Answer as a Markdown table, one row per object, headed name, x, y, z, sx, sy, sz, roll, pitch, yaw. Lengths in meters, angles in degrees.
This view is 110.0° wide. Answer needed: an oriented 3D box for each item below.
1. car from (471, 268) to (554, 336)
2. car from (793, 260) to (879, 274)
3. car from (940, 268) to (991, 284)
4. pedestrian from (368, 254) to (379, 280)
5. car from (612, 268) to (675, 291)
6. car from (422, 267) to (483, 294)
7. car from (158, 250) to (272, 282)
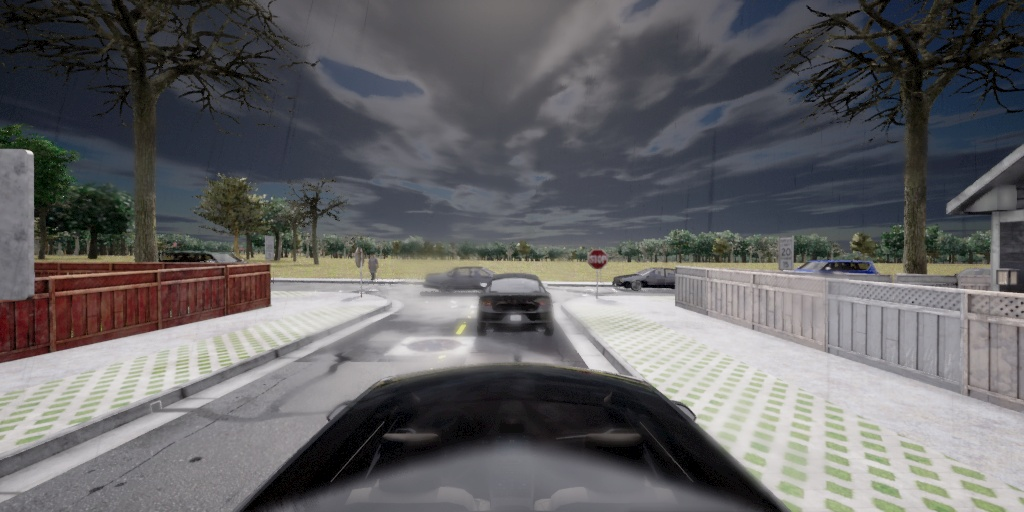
| name | x | y | z | sx | sy | sz | roll | pitch | yaw |
| --- | --- | --- | --- | --- | --- | --- | --- | --- | --- |
| car | 0.080 | 1.226 | 10.463 | 1.882 | 1.535 | 5.008 | 0 | 0 | 0 |
| car | 19.703 | 1.259 | 22.513 | 5.566 | 2.045 | 2.150 | 1 | 0 | -1 |
| car | 29.650 | 1.529 | 22.591 | 4.553 | 1.767 | 2.097 | 1 | 0 | -1 |
| pedestrian | -9.750 | 0.748 | 25.152 | 0.375 | 1.860 | 0.375 | 0 | -1 | -1 |
| car | 9.113 | 1.435 | 22.413 | 5.357 | 1.411 | 2.033 | 1 | 0 | -1 |
| car | -2.028 | 1.290 | 19.363 | 5.357 | 1.411 | 2.033 | 1 | 0 | 0 |
| car | -16.100 | 0.754 | 19.233 | 5.566 | 2.045 | 2.150 | 1 | 0 | -1 |
